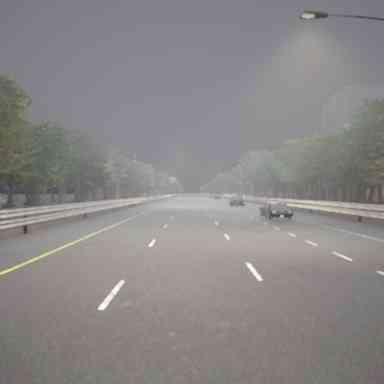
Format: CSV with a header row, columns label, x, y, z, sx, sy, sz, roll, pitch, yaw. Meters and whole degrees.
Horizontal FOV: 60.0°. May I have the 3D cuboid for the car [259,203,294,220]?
label,x,y,z,sx,sy,sz,roll,pitch,yaw
car,7.007,1.608,28.131,1.895,1.301,4.718,0,0,0

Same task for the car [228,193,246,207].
label,x,y,z,sx,sy,sz,roll,pitch,yaw
car,7.057,1.388,53.309,2.097,1.767,4.553,0,0,0
